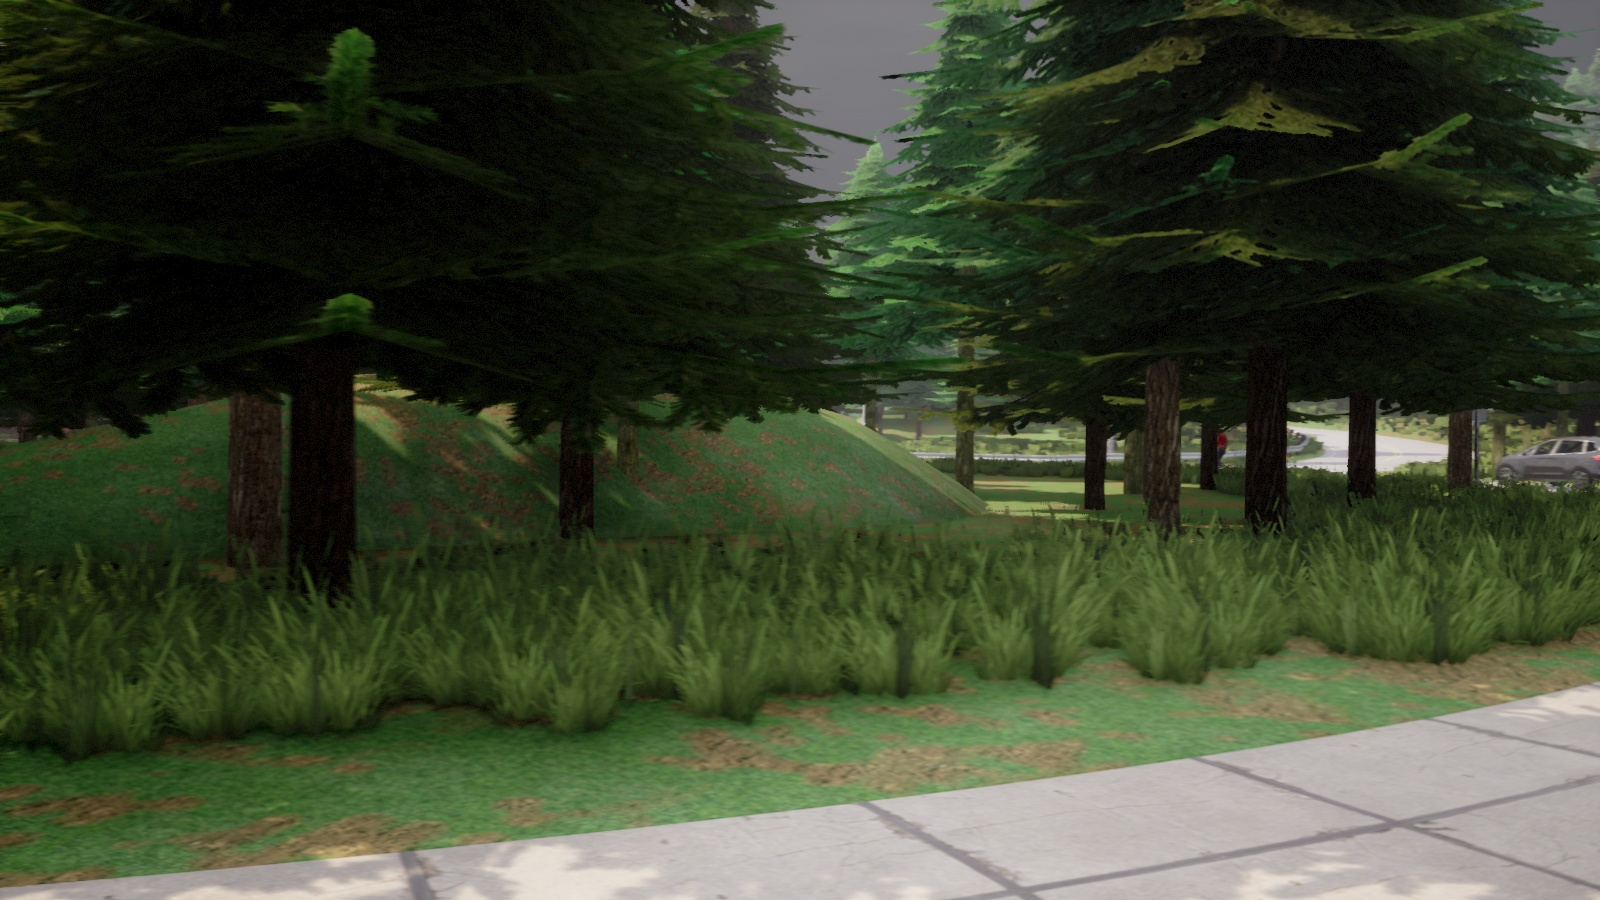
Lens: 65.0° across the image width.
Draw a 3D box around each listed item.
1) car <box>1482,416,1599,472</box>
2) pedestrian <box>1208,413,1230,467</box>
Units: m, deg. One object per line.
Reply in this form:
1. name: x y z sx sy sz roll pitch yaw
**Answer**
1. car: 24.014 -0.206 39.241 2.242 1.667 4.611 -1 1 -13
2. pedestrian: 14.393 -0.333 43.112 0.331 1.846 0.636 -1 1 -43
